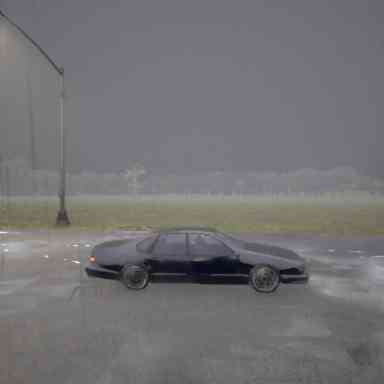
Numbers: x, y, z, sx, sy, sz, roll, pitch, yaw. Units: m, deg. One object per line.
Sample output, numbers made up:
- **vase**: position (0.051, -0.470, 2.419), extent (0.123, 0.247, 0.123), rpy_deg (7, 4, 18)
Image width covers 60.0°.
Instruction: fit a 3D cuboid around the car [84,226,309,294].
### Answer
- **car**: position (0.077, 1.621, 8.532), extent (5.357, 1.411, 2.033), rpy_deg (0, 0, 5)
